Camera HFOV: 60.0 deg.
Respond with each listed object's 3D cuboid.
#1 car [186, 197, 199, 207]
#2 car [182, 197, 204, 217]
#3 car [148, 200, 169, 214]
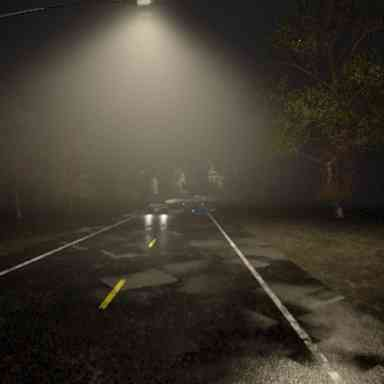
[{"bbox_3d":[0.089,1.581,54.920,2.033,1.411,5.357,0,0,0],"label":"car"},{"bbox_3d":[0.094,1.497,31.811,1.882,1.535,5.008,0,0,0],"label":"car"},{"bbox_3d":[-3.516,1.548,35.560,1.812,1.442,4.674,0,0,0],"label":"car"}]
